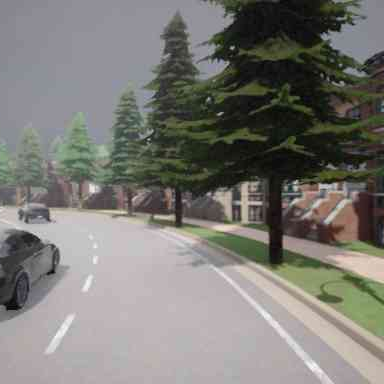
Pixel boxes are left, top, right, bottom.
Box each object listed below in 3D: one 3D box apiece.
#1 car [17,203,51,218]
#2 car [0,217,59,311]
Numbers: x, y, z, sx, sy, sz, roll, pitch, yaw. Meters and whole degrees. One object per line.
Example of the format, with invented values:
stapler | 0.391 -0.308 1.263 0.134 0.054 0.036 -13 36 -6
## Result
car | -12.837 1.628 26.960 1.837 1.490 4.892 0 0 -36
car | -4.401 1.568 7.566 1.812 1.442 4.674 -1 0 -10
